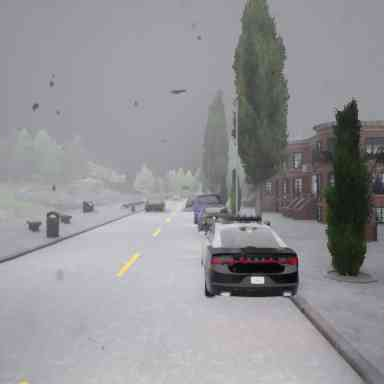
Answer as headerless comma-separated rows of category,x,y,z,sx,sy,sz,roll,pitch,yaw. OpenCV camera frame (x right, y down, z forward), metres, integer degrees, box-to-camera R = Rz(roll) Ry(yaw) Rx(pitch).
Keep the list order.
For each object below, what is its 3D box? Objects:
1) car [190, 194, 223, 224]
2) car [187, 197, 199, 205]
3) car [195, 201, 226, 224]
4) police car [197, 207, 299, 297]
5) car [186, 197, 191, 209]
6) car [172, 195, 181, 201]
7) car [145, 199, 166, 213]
car,1.191,1.174,24.649,2.150,2.045,5.566,-3,0,0
car,0.125,1.564,58.925,1.994,1.385,4.181,0,0,0
car,1.238,1.505,18.618,1.837,1.490,4.892,0,0,0
police car,1.218,1.425,8.729,1.930,1.638,5.238,0,0,0
car,0.115,1.601,46.190,1.895,1.301,4.718,0,0,1
car,-3.827,1.477,82.459,1.882,1.535,5.008,0,0,0
car,-4.023,1.477,37.044,1.882,1.535,5.008,0,0,0
